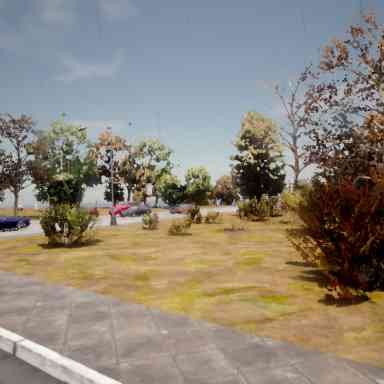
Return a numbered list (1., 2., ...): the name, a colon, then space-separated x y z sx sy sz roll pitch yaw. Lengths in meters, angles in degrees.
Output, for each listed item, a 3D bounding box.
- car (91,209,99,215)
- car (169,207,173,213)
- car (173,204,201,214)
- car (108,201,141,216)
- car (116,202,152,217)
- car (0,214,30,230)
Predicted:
1. car: -12.132 2.383 35.147 1.882 1.535 5.008 -3 -2 32
2. car: -1.785 2.575 51.581 1.994 1.385 4.181 -3 -2 32
3. car: -0.349 2.383 46.990 1.994 1.385 4.181 -3 -2 32
4. car: -9.127 2.339 46.519 2.150 2.045 5.566 -3 -2 32
5. car: -7.137 2.471 43.080 1.812 1.442 4.674 -3 -2 32
6. car: -14.602 2.315 24.585 1.895 1.301 4.718 -3 -2 34
